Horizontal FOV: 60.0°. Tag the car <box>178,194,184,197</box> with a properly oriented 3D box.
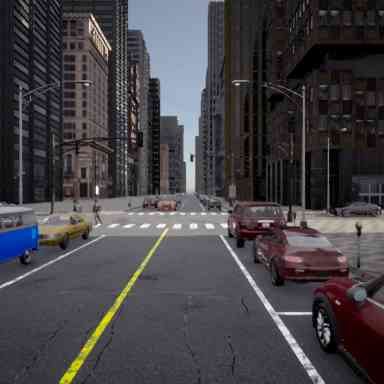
[{"bbox_3d":[-3.064,1.561,63.376,2.033,1.411,5.357,0,0,0],"label":"car"}]

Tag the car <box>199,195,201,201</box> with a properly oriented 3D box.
[{"bbox_3d":[2.754,1.556,58.679,1.887,1.381,4.507,0,0,0],"label":"car"}]

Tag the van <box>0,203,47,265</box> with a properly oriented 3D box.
[{"bbox_3d":[-5.766,1.341,9.095,1.690,1.788,3.998,0,0,0],"label":"van"}]

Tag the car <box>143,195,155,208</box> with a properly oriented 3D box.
[{"bbox_3d":[-5.770,1.322,47.387,2.192,1.841,5.009,0,0,0],"label":"car"}]

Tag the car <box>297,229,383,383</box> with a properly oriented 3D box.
[{"bbox_3d":[2.760,1.440,3.429,1.967,1.590,4.097,0,0,0],"label":"car"}]

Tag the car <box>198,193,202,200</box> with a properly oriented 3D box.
[{"bbox_3d":[2.753,1.457,69.960,1.967,1.590,4.097,0,0,0],"label":"car"}]

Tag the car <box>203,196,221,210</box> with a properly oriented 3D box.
[{"bbox_3d":[2.756,1.556,41.757,2.008,1.369,4.403,0,0,0],"label":"car"}]

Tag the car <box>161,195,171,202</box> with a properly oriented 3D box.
[{"bbox_3d":[-5.773,1.461,75.591,1.967,1.590,4.097,0,0,0],"label":"car"}]

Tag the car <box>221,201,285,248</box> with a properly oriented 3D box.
[{"bbox_3d":[2.758,1.315,14.784,2.192,1.841,5.009,0,0,0],"label":"car"}]

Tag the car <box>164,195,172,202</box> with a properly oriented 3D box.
[{"bbox_3d":[-5.773,1.550,81.062,1.752,1.417,4.829,0,0,0],"label":"car"}]

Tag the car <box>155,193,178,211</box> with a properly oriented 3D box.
[{"bbox_3d":[-3.046,1.357,40.709,2.097,1.767,4.553,0,0,-2],"label":"car"}]

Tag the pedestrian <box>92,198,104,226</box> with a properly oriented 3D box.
[{"bbox_3d":[-6.141,1.297,21.700,0.375,1.860,0.375,0,0,0],"label":"pedestrian"}]

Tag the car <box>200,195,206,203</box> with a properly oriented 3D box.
[{"bbox_3d":[2.755,1.560,53.039,2.008,1.369,4.403,0,0,0],"label":"car"}]

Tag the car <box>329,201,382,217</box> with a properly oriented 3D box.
[{"bbox_3d":[14.666,1.527,29.944,4.181,1.385,1.994,0,0,0],"label":"car"}]

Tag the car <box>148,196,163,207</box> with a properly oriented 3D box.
[{"bbox_3d":[-5.771,1.449,53.029,1.967,1.590,4.097,0,0,0],"label":"car"}]

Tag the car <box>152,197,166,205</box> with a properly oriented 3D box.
[{"bbox_3d":[-5.771,1.577,58.670,1.947,1.339,4.313,0,0,0],"label":"car"}]

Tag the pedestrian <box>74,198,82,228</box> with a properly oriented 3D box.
[{"bbox_3d":[-7.193,1.295,20.967,0.375,1.860,0.375,0,0,0],"label":"pedestrian"}]

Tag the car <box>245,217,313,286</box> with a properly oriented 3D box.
[{"bbox_3d":[2.759,1.582,9.106,1.802,1.307,4.206,0,0,0],"label":"car"}]

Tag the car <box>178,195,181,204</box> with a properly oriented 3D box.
[{"bbox_3d":[-3.096,1.609,50.832,1.895,1.301,4.718,0,0,0],"label":"car"}]

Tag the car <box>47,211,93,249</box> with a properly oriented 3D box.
[{"bbox_3d":[-5.766,1.526,14.603,1.752,1.417,4.829,0,0,0],"label":"car"}]

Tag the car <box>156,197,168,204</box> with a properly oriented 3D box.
[{"bbox_3d":[-5.771,1.596,64.309,1.802,1.307,4.206,0,0,0],"label":"car"}]

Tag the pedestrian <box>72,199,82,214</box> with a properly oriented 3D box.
[{"bbox_3d":[-7.088,1.295,20.239,0.375,1.860,0.375,0,0,0],"label":"pedestrian"}]

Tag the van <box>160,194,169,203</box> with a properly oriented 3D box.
[{"bbox_3d":[-5.773,1.358,69.950,1.690,1.788,3.998,0,0,0],"label":"van"}]
